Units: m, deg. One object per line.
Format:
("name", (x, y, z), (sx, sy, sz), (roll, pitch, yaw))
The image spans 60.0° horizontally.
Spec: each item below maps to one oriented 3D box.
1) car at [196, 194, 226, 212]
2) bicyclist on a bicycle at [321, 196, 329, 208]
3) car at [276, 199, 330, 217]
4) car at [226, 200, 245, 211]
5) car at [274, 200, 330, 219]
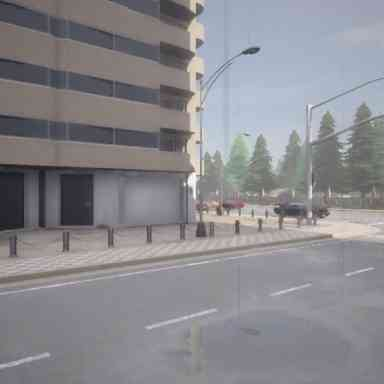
("car", (1.576, 1.407, 40.652), (2.097, 1.767, 4.553), (0, 0, -36))
("bicyclist on a bicycle", (17.379, 1.356, 43.494), (1.656, 1.620, 0.582), (0, 0, -36))
("car", (11.084, 1.533, 33.446), (1.882, 1.535, 5.008), (0, 0, -36))
("car", (4.567, 1.656, 42.484), (1.895, 1.301, 4.718), (0, 0, -36))
("car", (9.659, 1.656, 29.440), (1.895, 1.301, 4.718), (0, 0, -36))
